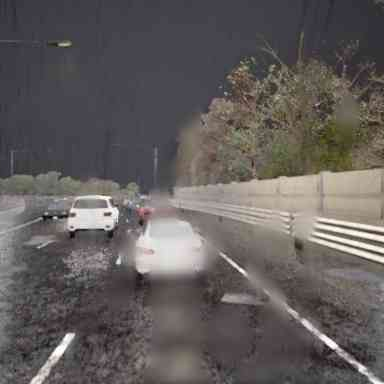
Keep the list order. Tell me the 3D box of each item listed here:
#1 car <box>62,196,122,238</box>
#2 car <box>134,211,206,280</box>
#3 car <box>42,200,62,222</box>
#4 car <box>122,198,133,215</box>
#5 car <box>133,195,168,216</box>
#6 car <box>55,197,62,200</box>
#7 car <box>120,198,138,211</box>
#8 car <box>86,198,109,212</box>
[{"bbox_3d":[-5.201,1.228,18.095,2.150,2.045,5.566,0,0,-10],"label":"car"},{"bbox_3d":[-0.697,1.527,9.928,1.812,1.442,4.674,0,0,-6],"label":"car"},{"bbox_3d":[-10.697,1.615,26.798,1.895,1.301,4.718,0,0,-15],"label":"car"},{"bbox_3d":[-5.836,1.500,34.684,2.128,1.511,4.902,0,0,-16],"label":"car"},{"bbox_3d":[-3.012,1.357,24.545,2.097,1.767,4.553,0,0,-13],"label":"car"},{"bbox_3d":[-18.611,1.517,47.350,2.128,1.511,4.902,0,0,-28],"label":"car"},{"bbox_3d":[-8.142,1.537,42.623,1.812,1.442,4.674,0,0,-16],"label":"car"},{"bbox_3d":[-11.393,1.507,39.798,2.128,1.511,4.902,0,0,-22],"label":"car"}]
